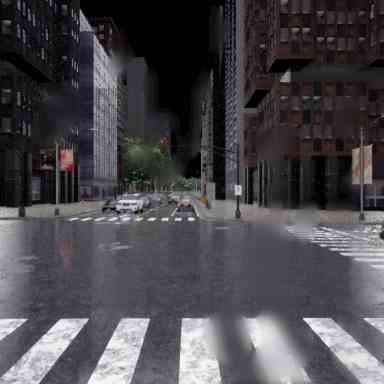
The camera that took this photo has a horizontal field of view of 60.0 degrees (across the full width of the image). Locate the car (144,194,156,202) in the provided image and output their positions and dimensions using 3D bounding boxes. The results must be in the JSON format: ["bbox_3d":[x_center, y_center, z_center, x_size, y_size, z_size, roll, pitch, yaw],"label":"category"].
[{"bbox_3d":[-9.612,1.417,76.955,2.192,1.841,5.009,0,0,-1],"label":"car"}]

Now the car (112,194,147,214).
[{"bbox_3d":[-6.553,1.223,35.613,2.150,2.045,5.566,0,0,-1],"label":"car"}]

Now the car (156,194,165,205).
[{"bbox_3d":[-6.757,1.412,61.769,2.097,1.767,4.553,0,0,0],"label":"car"}]

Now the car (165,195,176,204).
[{"bbox_3d":[-3.632,1.671,65.356,1.895,1.301,4.718,0,0,-1],"label":"car"}]

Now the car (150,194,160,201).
[{"bbox_3d":[-9.715,1.449,87.806,2.192,1.841,5.009,0,0,-1],"label":"car"}]

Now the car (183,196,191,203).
[{"bbox_3d":[-1.036,1.612,71.770,1.752,1.417,4.829,0,0,-1],"label":"car"}]

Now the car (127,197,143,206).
[{"bbox_3d":[-9.403,1.570,55.081,1.752,1.417,4.829,0,0,-1],"label":"car"}]

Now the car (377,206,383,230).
[{"bbox_3d":[14.737,1.724,21.055,4.902,1.511,2.128,1,0,0],"label":"car"}]

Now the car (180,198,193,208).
[{"bbox_3d":[-0.828,1.614,49.901,1.802,1.307,4.206,0,0,-1],"label":"car"}]

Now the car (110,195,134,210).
[{"bbox_3d":[-9.302,1.335,44.400,2.192,1.841,5.009,0,0,-1],"label":"car"}]

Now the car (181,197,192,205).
[{"bbox_3d":[-0.931,1.603,60.751,1.887,1.381,4.507,0,0,-1],"label":"car"}]

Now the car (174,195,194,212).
[{"bbox_3d":[-0.725,1.448,39.052,1.967,1.590,4.097,0,0,-1],"label":"car"}]

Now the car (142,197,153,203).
[{"bbox_3d":[-9.559,1.668,71.528,1.802,1.307,4.206,0,0,-1],"label":"car"}]

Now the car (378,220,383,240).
[{"bbox_3d":[10.944,1.733,14.126,5.357,1.411,2.033,1,0,-2],"label":"car"}]

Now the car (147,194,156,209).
[{"bbox_3d":[-6.645,1.375,45.683,2.097,1.767,4.553,0,0,0],"label":"car"}]

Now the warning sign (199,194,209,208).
[{"bbox_3d":[1.551,1.131,42.744,1.300,1.860,1.060,0,0,-1],"label":"warning sign"}]

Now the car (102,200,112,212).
[{"bbox_3d":[-9.250,1.574,38.974,1.947,1.339,4.313,0,0,-1],"label":"car"}]

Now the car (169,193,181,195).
[{"bbox_3d":[-3.829,1.575,75.426,1.882,1.535,5.008,0,0,-1],"label":"car"}]

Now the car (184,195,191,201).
[{"bbox_3d":[-1.190,1.574,87.875,1.967,1.590,4.097,0,0,-1],"label":"car"}]
